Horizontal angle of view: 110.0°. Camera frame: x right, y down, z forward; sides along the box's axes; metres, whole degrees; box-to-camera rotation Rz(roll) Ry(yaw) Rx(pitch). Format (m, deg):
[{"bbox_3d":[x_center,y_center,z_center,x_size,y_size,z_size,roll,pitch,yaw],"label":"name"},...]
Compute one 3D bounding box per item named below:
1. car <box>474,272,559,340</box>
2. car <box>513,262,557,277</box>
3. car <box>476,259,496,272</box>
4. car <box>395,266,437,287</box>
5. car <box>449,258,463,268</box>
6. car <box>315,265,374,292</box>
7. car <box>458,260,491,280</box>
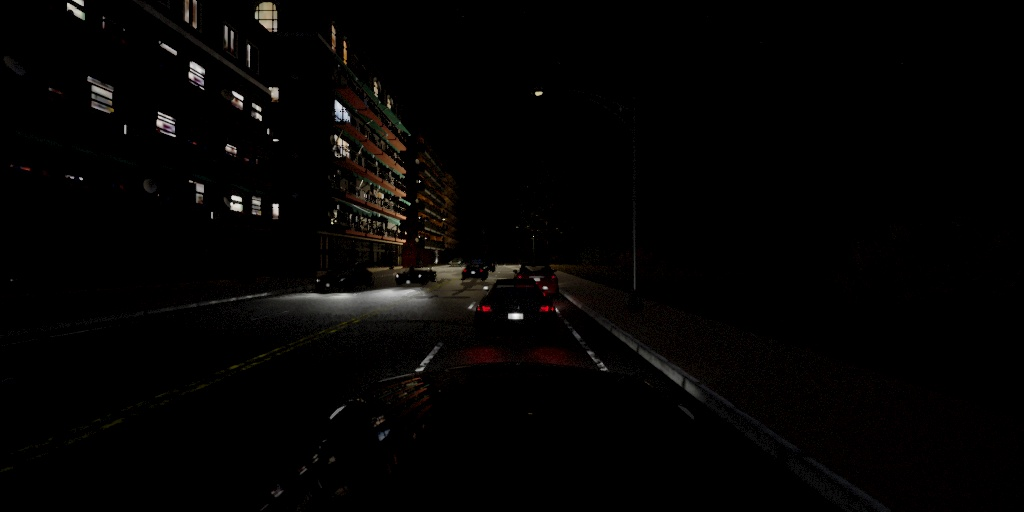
[{"bbox_3d":[0.097,1.315,10.007,1.994,1.385,4.181,0,0,0],"label":"car"},{"bbox_3d":[1.143,1.103,18.587,2.097,1.767,4.553,0,0,0],"label":"car"},{"bbox_3d":[-3.132,1.316,45.610,1.994,1.385,4.181,0,0,0],"label":"car"},{"bbox_3d":[-6.592,1.353,25.009,1.895,1.301,4.718,0,0,0],"label":"car"},{"bbox_3d":[-9.784,1.103,63.449,2.097,1.767,4.553,0,0,0],"label":"car"},{"bbox_3d":[-9.845,1.278,21.501,1.812,1.442,4.674,0,0,0],"label":"car"},{"bbox_3d":[-3.140,1.314,31.025,1.994,1.385,4.181,0,0,0],"label":"car"}]
